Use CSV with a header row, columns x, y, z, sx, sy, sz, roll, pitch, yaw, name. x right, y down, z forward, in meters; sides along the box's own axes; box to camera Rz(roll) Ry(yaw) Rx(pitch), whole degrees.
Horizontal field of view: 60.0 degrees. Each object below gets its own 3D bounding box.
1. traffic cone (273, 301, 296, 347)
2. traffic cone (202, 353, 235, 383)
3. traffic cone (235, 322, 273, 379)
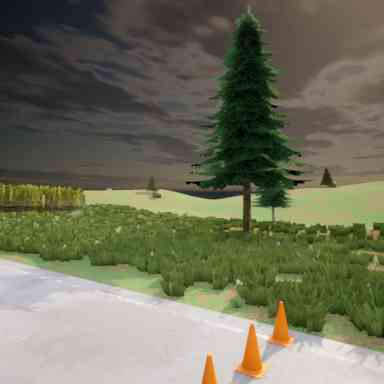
x,y,z,sx,sy,sz,roll,pitch,yaw,name
1.348,1.955,5.029,0.340,0.580,0.340,0,0,36,traffic cone
0.179,1.955,3.406,0.340,0.580,0.340,0,0,36,traffic cone
0.764,1.955,4.218,0.340,0.580,0.340,0,0,36,traffic cone
